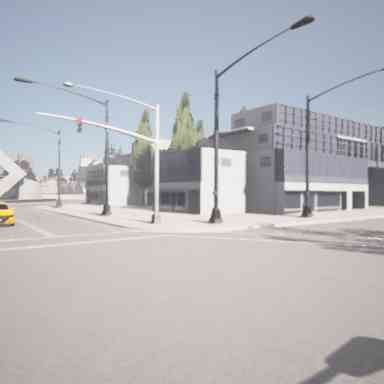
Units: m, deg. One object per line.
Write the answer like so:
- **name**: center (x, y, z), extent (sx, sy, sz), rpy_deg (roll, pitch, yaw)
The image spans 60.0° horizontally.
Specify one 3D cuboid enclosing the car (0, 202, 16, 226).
- **car**: center (-13.077, 1.422, 22.207), extent (1.882, 1.535, 5.008), rpy_deg (0, 0, -35)
